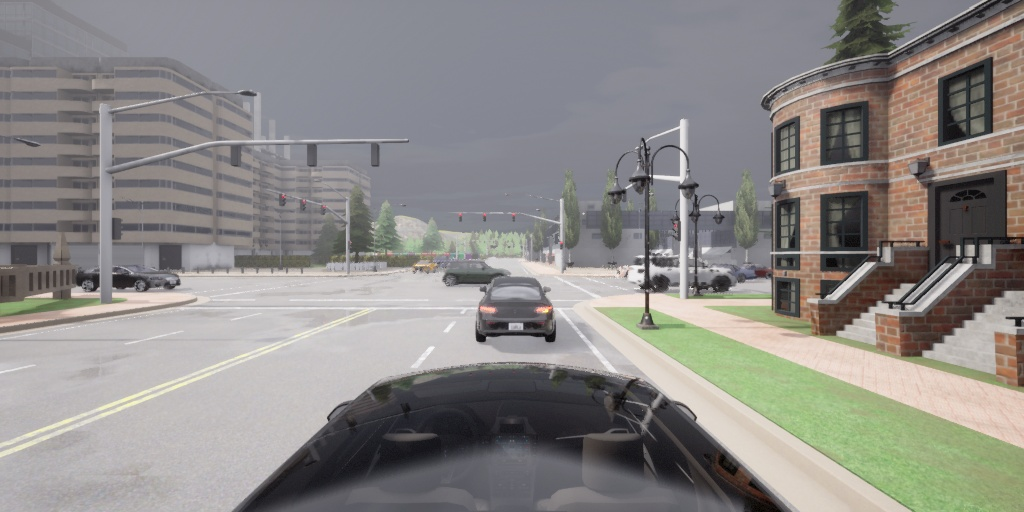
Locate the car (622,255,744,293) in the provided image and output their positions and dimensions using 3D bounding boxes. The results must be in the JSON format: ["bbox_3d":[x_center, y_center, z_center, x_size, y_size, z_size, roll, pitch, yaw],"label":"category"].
[{"bbox_3d":[9.424,0.971,20.134,5.566,2.045,2.150,0,0,0],"label":"car"}]

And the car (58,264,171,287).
[{"bbox_3d":[-26.523,1.296,24.083,5.357,1.411,2.033,0,0,0],"label":"car"}]

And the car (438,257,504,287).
[{"bbox_3d":[-2.239,1.102,23.712,4.553,1.767,2.097,0,0,1],"label":"car"}]

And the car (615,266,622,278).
[{"bbox_3d":[11.326,1.102,30.897,4.553,1.767,2.097,0,0,-1],"label":"car"}]

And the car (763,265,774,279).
[{"bbox_3d":[20.318,1.351,31.029,4.718,1.301,1.895,0,0,-2],"label":"car"}]

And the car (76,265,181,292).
[{"bbox_3d":[-21.905,1.241,20.578,4.902,1.511,2.128,0,0,0],"label":"car"}]

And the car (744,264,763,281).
[{"bbox_3d":[15.629,1.297,27.404,5.357,1.411,2.033,0,0,-1],"label":"car"}]

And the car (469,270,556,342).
[{"bbox_3d":[0.088,1.276,9.617,1.812,1.442,4.674,0,0,0],"label":"car"}]

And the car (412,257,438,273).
[{"bbox_3d":[-10.637,1.227,43.639,1.882,1.535,5.008,0,0,2],"label":"car"}]

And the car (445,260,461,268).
[{"bbox_3d":[-10.532,1.351,64.313,1.895,1.301,4.718,0,0,0],"label":"car"}]
